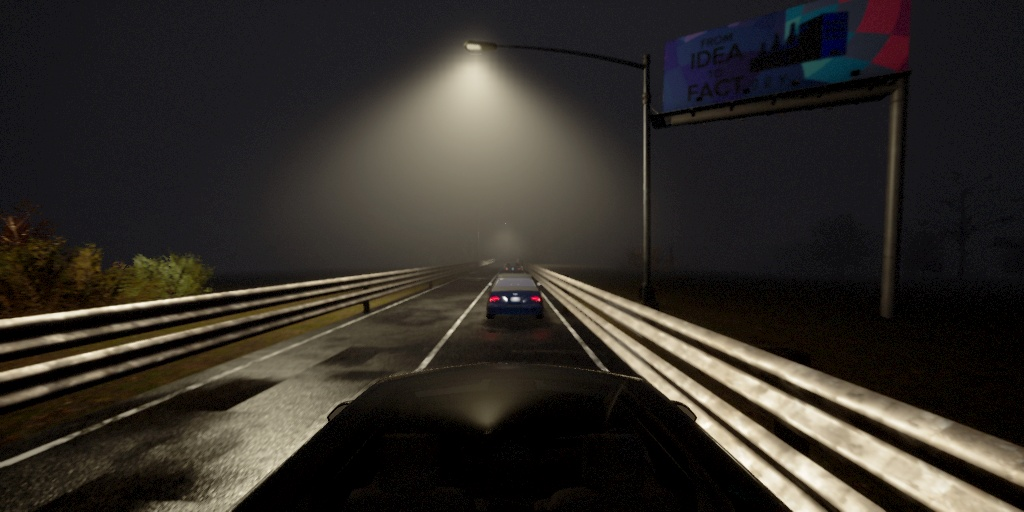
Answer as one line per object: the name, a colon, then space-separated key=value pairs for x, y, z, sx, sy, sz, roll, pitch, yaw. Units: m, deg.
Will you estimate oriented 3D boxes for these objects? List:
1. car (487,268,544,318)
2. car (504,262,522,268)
car: x=0.094 y=1.321 z=13.012 sx=2.033 sy=1.411 sz=5.357 roll=0 pitch=0 yaw=0
car: x=0.081 y=1.373 z=38.830 sx=2.033 sy=1.411 sz=5.357 roll=0 pitch=0 yaw=0
